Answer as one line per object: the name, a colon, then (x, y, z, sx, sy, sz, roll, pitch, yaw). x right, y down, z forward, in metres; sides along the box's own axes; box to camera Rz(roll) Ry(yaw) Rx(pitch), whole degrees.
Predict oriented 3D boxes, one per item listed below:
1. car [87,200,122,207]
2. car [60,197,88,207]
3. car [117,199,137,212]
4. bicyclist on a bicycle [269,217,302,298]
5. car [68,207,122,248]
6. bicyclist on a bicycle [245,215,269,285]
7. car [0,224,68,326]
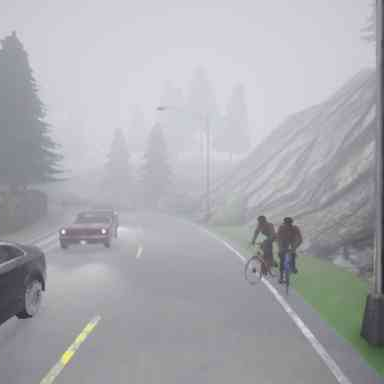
car: (-6.553, 1.492, 24.491, 1.895, 1.301, 4.718, 0, 0, -18)
car: (-15.820, 1.344, 45.357, 5.357, 1.411, 2.033, 0, 0, 37)
car: (-7.430, 1.406, 35.822, 1.994, 1.385, 4.181, 0, 0, -28)
bicyclist on a bicycle: (2.120, 1.374, 7.307, 0.582, 1.620, 1.656, 0, 0, 18)
car: (-4.294, 1.536, 14.438, 1.895, 1.301, 4.718, 0, 0, -8)
bicyclist on a bicycle: (1.811, 1.391, 8.197, 1.656, 1.620, 0.582, 1, -1, -44)
car: (-3.701, 1.471, 4.531, 2.128, 1.511, 4.902, 0, 0, -1)
